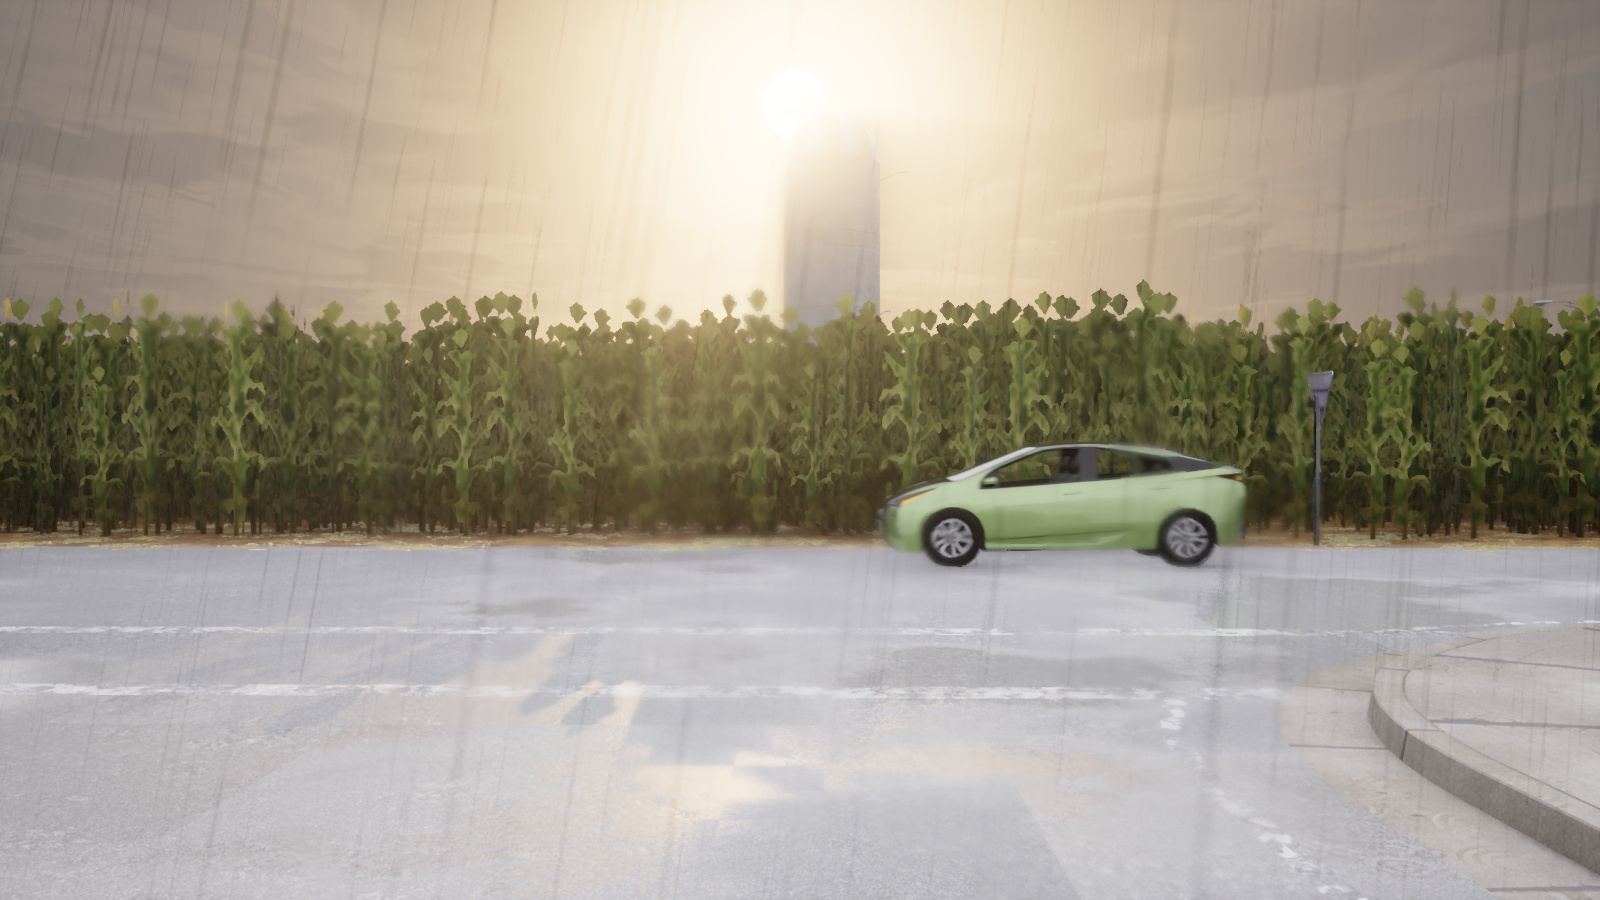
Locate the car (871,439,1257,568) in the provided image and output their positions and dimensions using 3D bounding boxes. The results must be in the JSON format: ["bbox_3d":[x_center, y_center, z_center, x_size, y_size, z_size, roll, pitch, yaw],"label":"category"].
[{"bbox_3d":[3.193,0.631,15.983,4.514,1.525,2.007,0,0,1],"label":"car"}]
